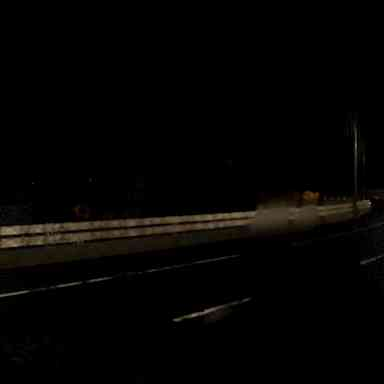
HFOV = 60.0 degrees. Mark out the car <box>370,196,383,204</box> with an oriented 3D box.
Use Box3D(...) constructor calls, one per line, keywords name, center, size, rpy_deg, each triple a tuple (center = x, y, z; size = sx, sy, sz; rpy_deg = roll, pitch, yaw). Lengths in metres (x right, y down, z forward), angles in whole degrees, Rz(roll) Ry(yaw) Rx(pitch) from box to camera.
Box3D(name="car", center=(37.608, 1.589, 67.988), size=(2.128, 1.511, 4.902), rpy_deg=(0, 0, 11))
